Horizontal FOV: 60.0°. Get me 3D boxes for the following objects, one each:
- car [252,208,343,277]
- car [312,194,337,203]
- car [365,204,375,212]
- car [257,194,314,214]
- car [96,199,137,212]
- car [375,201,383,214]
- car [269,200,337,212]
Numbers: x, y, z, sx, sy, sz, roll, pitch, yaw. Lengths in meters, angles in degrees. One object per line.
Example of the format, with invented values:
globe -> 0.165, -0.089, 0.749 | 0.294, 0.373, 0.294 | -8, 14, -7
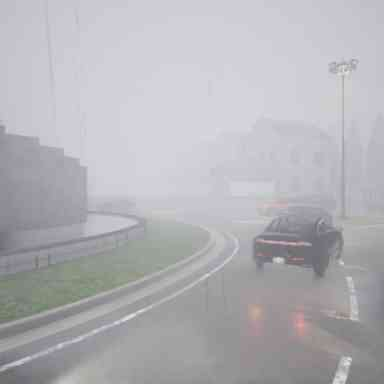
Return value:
car -> 3.457, 1.491, 10.376 | 2.128, 1.511, 4.902 | 0, 0, 32
car -> 12.265, 1.217, 34.644 | 5.566, 2.045, 2.150 | 0, 0, -11
car -> 21.821, 1.595, 37.300 | 4.718, 1.301, 1.895 | 0, 0, -21
car -> 8.318, 1.347, 30.672 | 4.553, 1.767, 2.097 | 0, 0, -7
car -> -8.604, 1.488, 37.860 | 4.902, 1.511, 2.128 | 0, 0, 20
car -> 21.337, 1.473, 33.417 | 5.008, 1.535, 1.882 | 0, 0, -19
car -> 6.661, 1.503, 20.382 | 1.837, 1.490, 4.892 | 0, 0, -8
